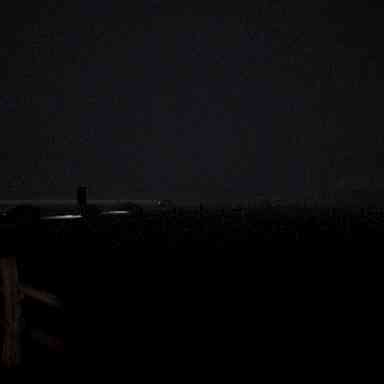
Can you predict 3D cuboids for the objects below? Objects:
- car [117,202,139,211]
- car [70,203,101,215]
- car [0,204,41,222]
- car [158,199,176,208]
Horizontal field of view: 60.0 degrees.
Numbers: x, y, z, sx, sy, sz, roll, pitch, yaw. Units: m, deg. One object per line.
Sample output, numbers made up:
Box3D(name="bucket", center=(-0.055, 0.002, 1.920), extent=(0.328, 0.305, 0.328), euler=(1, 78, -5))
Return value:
Box3D(name="car", center=(-9.583, 2.188, 49.862), extent=(1.994, 1.385, 4.181), euler=(-1, -1, 16))
Box3D(name="car", center=(-12.573, 2.022, 39.413), extent=(1.994, 1.385, 4.181), euler=(-1, -1, 15))
Box3D(name="car", center=(-15.325, 1.829, 29.198), extent=(1.812, 1.442, 4.674), euler=(-1, -1, 16))
Box3D(name="car", center=(-4.853, 2.146, 64.653), extent=(2.097, 1.767, 4.553), euler=(-1, -1, 18))
